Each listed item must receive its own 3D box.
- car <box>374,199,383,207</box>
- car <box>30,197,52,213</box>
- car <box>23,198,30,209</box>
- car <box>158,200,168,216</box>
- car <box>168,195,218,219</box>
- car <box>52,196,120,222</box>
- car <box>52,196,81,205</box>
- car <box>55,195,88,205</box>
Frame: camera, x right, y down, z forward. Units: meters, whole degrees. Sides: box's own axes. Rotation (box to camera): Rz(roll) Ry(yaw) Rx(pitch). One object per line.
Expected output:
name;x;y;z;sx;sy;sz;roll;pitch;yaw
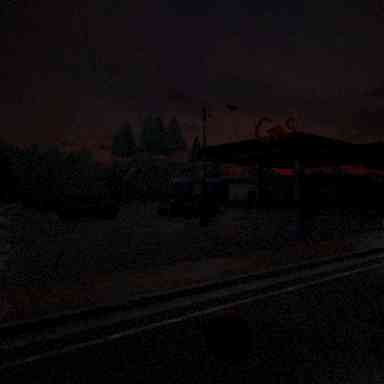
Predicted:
car;28.271;1.436;47.001;2.242;1.667;4.611;0;0;-36
car;-14.661;1.447;36.224;4.514;1.523;2.007;0;0;-36
car;-20.456;1.468;44.365;3.633;1.501;1.845;0;0;-36
car;-1.107;1.473;30.668;3.806;1.475;1.970;0;0;-36
car;0.335;1.192;27.610;3.866;1.878;1.905;0;0;-36
car;-7.973;1.250;25.690;4.605;1.855;1.932;0;0;-36
car;-23.005;1.452;60.980;4.514;1.523;2.007;0;0;-36
car;-21.133;1.443;58.463;5.027;1.636;2.152;0;0;-36
